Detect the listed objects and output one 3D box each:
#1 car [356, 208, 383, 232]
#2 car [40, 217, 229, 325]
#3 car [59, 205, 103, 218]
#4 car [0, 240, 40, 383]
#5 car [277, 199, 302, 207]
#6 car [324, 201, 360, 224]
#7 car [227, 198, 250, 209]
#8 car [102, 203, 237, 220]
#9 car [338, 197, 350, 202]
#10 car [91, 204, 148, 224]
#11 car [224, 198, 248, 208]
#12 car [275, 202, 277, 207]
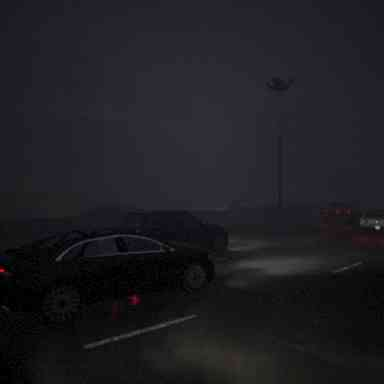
[{"bbox_3d":[11.898,1.737,20.508,1.895,1.301,4.718,0,0,39],"label":"car"},{"bbox_3d":[-1.652,1.542,7.252,4.902,1.511,2.128,0,0,-37],"label":"car"},{"bbox_3d":[-6.169,1.626,21.901,5.008,1.535,1.882,0,0,-43],"label":"car"},{"bbox_3d":[-3.808,1.230,1.253,5.566,2.045,2.150,1,-1,-34],"label":"car"},{"bbox_3d":[14.804,1.818,49.167,2.128,1.511,4.902,0,0,34],"label":"car"},{"bbox_3d":[12.281,1.531,26.852,2.097,1.767,4.553,0,-1,37],"label":"car"},{"bbox_3d":[7.217,1.842,50.493,1.837,1.490,4.892,0,0,34],"label":"car"},{"bbox_3d":[-0.706,1.437,12.570,4.553,1.767,2.097,0,-1,-41],"label":"car"},{"bbox_3d":[38.225,1.873,83.503,1.895,1.301,4.718,0,0,34],"label":"car"},{"bbox_3d":[-5.832,1.747,27.102,1.994,1.385,4.181,0,0,43],"label":"car"},{"bbox_3d":[7.623,1.874,57.254,2.128,1.511,4.902,0,0,35],"label":"car"},{"bbox_3d":[15.823,1.872,56.864,2.128,1.511,4.902,0,0,35],"label":"car"}]
